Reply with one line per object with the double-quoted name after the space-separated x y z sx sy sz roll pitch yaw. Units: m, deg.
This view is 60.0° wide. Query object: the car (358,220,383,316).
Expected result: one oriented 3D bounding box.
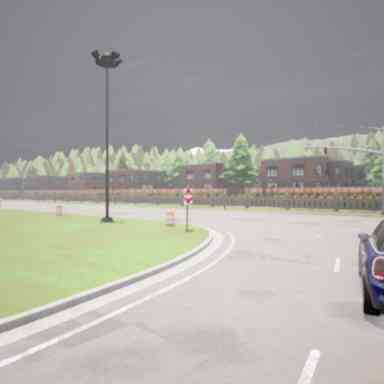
4.796 1.357 7.157 2.097 1.767 4.553 0 0 25 "car"
